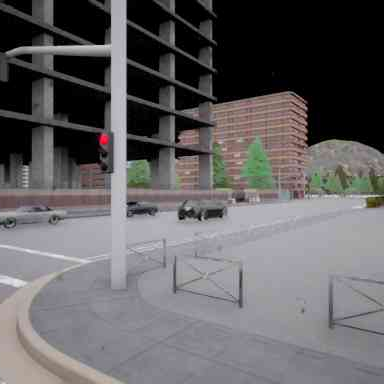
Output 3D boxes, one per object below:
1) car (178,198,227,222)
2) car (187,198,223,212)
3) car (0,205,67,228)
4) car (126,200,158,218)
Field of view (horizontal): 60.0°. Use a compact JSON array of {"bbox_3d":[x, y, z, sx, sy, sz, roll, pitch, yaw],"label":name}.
[{"bbox_3d":[0.908,1.296,25.983,2.097,1.767,4.553,0,0,35],"label":"car"},{"bbox_3d":[1.640,1.450,39.450,1.837,1.490,4.892,0,0,35],"label":"car"},{"bbox_3d":[-10.817,1.545,21.886,1.895,1.301,4.718,0,0,35],"label":"car"},{"bbox_3d":[-5.042,1.470,30.019,1.812,1.442,4.674,0,0,36],"label":"car"}]
